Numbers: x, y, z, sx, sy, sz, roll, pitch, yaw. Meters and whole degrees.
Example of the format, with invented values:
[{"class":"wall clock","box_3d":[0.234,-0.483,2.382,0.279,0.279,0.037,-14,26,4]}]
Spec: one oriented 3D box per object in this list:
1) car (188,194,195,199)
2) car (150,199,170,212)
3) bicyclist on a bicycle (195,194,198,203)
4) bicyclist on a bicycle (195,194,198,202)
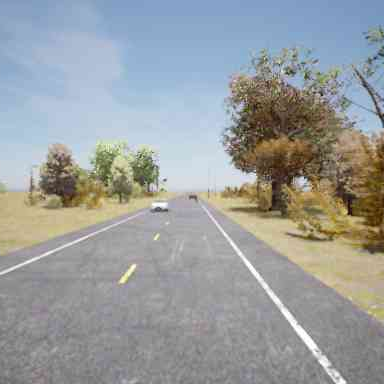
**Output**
[{"class":"car","box_3d":[-0.004,1.305,93.136,1.837,1.490,4.892,0,0,0]},{"class":"car","box_3d":[-3.592,1.499,37.861,1.812,1.442,4.674,0,0,0]},{"class":"bicyclist on a bicycle","box_3d":[0.960,1.395,66.339,0.582,1.620,1.656,0,0,0]},{"class":"bicyclist on a bicycle","box_3d":[0.958,1.302,75.274,0.659,1.776,1.843,0,0,0]}]
